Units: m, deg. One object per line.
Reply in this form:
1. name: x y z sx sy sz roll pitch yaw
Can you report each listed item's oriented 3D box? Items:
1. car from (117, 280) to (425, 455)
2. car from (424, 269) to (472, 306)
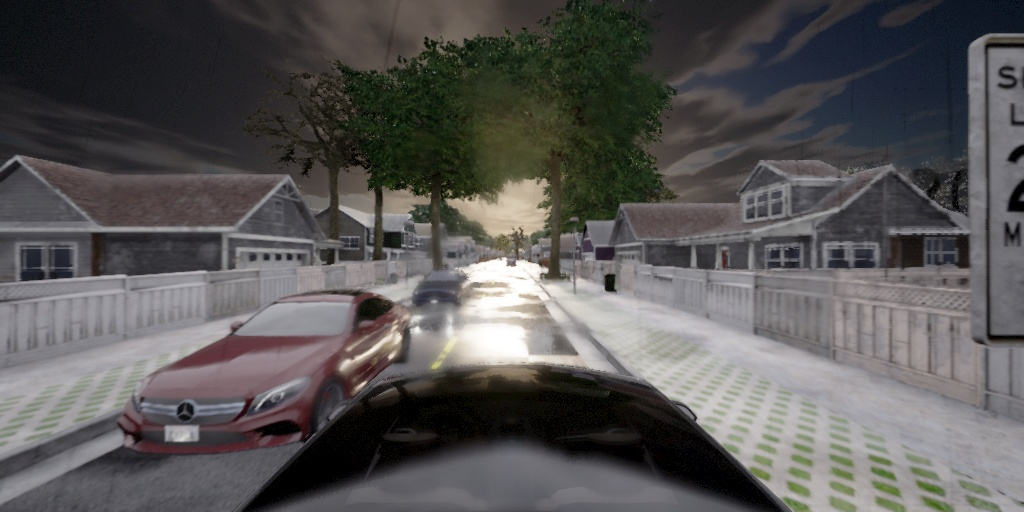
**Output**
1. car: -2.854 1.279 5.428 1.812 1.442 4.674 0 0 0
2. car: -2.869 1.297 15.904 2.033 1.411 5.357 0 0 0
